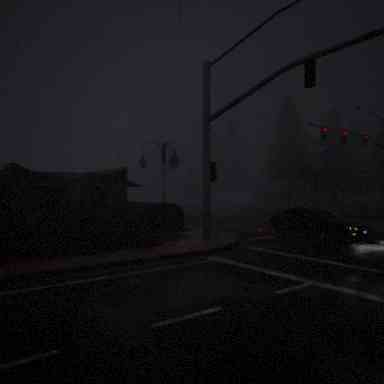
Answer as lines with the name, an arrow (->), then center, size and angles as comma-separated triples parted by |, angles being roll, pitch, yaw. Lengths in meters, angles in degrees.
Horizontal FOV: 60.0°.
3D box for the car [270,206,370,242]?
car -> 6.095, 1.486, 16.405 | 1.837, 1.490, 4.892 | 0, 0, -36
